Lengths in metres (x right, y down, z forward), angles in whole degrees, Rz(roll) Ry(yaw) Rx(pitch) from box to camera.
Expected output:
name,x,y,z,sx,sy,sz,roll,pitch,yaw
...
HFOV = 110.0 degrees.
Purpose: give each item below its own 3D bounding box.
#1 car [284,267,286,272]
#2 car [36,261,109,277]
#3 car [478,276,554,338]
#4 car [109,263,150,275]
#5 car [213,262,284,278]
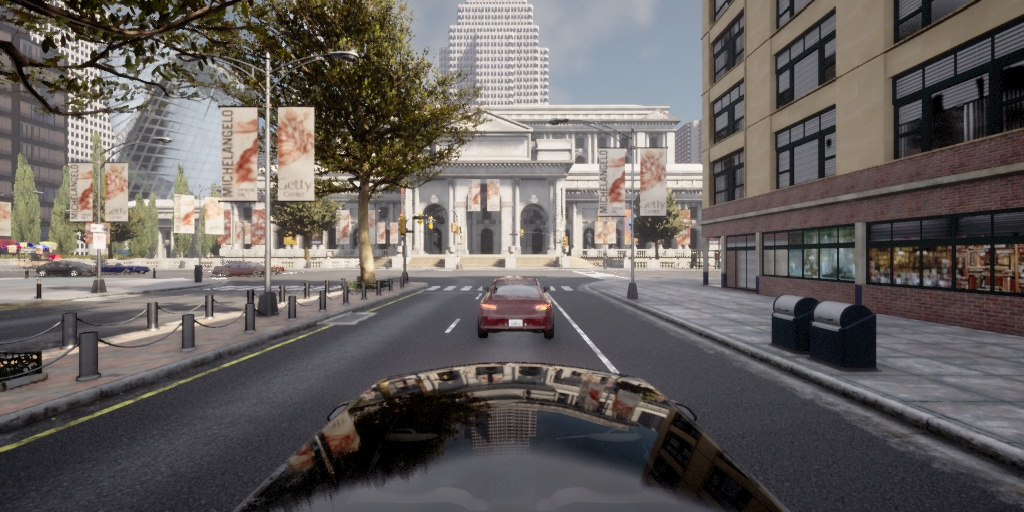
name,x,y,z,sx,sy,sz,roll,pitch,yaw
car,-26.509,1.351,37.635,4.718,1.301,1.895,0,0,1
car,-42.241,1.254,34.280,4.892,1.490,1.837,0,0,0
car,0.118,1.276,10.021,1.812,1.442,4.674,0,0,1
car,-41.198,1.351,37.787,4.718,1.301,1.895,0,0,0
car,-25.270,1.297,34.120,5.357,1.411,2.033,0,0,1
